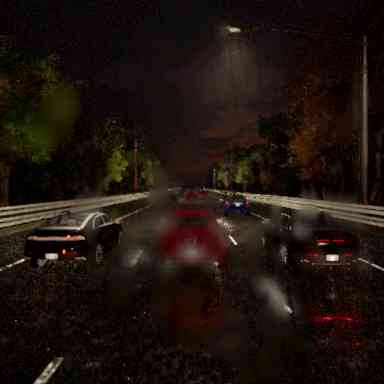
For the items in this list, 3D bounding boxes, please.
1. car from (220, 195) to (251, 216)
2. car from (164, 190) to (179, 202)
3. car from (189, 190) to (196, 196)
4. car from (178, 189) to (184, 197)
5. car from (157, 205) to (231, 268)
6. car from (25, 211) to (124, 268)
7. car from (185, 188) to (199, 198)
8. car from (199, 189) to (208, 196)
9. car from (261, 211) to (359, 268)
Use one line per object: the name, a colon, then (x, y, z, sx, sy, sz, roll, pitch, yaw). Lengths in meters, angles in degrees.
car: (3.506, 0.987, 27.678, 2.097, 1.767, 4.553, 0, 1, 0)
car: (-3.485, 0.769, 53.782, 1.882, 1.535, 5.008, 0, 1, 0)
car: (0.027, 0.249, 90.310, 1.882, 1.535, 5.008, 0, 1, 0)
car: (-3.477, 0.496, 77.816, 2.033, 1.411, 5.357, 0, 1, 0)
car: (0.001, 1.339, 10.728, 1.882, 1.535, 5.008, 0, 1, 0)
car: (-3.499, 1.359, 10.717, 2.128, 1.511, 4.902, 0, 1, 0)
car: (0.020, 0.544, 69.776, 1.882, 1.535, 5.008, 0, 1, 0)
car: (3.528, 0.189, 94.083, 1.882, 1.535, 5.008, 0, 1, 0)
car: (3.501, 1.363, 10.706, 1.837, 1.490, 4.892, 0, 1, 0)
